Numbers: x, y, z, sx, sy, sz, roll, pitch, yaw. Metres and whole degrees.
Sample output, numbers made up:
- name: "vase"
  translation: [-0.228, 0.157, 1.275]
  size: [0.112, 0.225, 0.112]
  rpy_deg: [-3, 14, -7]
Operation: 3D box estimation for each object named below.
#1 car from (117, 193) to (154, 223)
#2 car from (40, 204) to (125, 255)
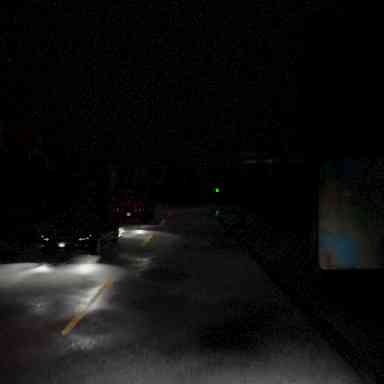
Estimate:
- name: "car"
  translation: [-4.122, 1.080, 24.490]
  size: [2.150, 2.045, 5.566]
  rpy_deg: [0, 0, 0]
- name: "car"
  translation: [-4.124, 1.432, 12.943]
  size: [1.837, 1.490, 4.892]
  rpy_deg: [0, 0, 0]
